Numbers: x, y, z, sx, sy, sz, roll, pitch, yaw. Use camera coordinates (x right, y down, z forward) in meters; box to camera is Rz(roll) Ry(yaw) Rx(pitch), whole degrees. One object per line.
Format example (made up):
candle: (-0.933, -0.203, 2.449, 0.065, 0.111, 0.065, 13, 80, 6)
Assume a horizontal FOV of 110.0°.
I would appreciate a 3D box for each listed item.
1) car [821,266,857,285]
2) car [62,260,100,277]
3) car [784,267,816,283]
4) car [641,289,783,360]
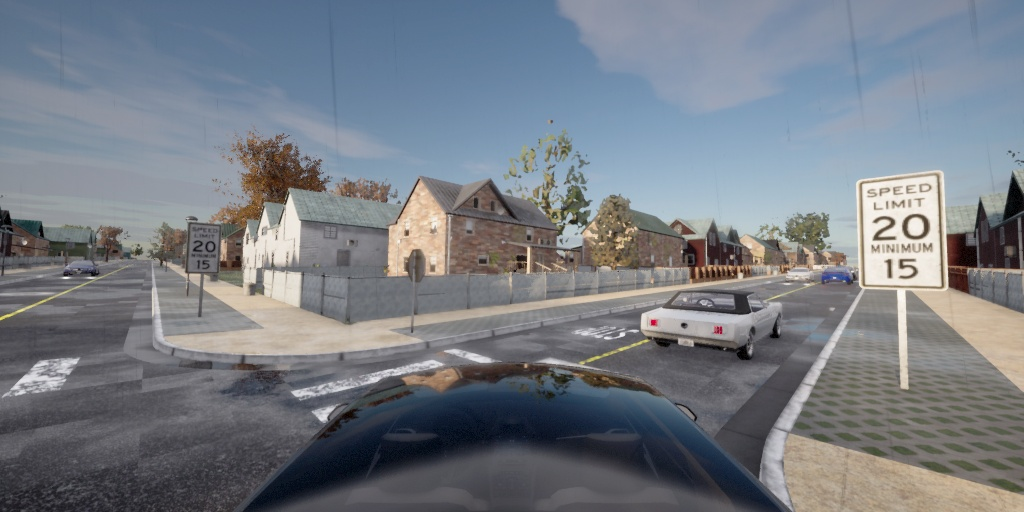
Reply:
car: (28.918, 1.719, 31.859, 5.008, 1.535, 1.882, 1, -2, -44)
car: (-40.003, 1.130, 33.409, 4.674, 1.442, 1.812, 0, -3, 45)
car: (28.326, 1.855, 35.206, 4.674, 1.442, 1.812, 1, -2, -44)
car: (5.025, 1.441, 8.633, 4.718, 1.301, 1.895, 1, -2, -44)
